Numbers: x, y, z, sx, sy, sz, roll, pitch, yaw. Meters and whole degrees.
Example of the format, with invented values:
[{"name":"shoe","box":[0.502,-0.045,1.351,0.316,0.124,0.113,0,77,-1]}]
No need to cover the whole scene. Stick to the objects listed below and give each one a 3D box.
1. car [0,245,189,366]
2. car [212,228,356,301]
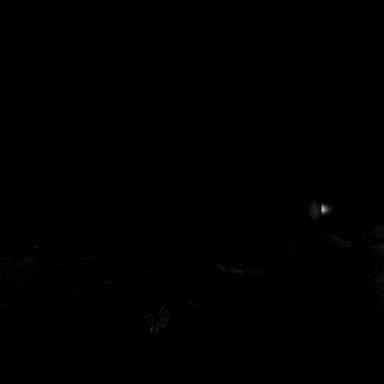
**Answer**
[{"name":"car","box":[-2.050,1.566,5.075,4.313,1.339,1.947,0,0,-35]},{"name":"car","box":[2.430,1.582,8.269,4.206,1.307,1.802,0,0,-35]}]
